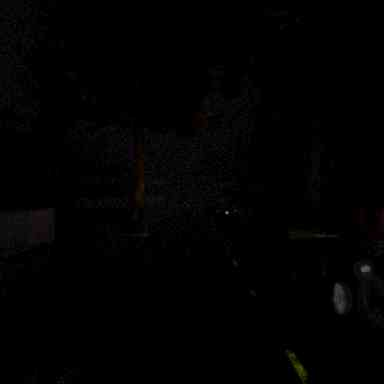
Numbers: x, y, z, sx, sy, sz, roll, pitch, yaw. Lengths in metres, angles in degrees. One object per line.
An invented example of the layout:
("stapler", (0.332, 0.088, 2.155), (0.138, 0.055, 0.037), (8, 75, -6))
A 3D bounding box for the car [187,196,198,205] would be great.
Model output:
("car", (0.134, 1.708, 68.182), (2.097, 1.767, 4.553), (0, -1, 0))

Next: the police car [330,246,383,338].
("police car", (3.578, 1.442, 4.513), (1.930, 1.638, 5.238), (0, 0, 0))

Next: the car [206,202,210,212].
("car", (2.856, 1.711, 41.234), (1.994, 1.385, 4.181), (0, 0, 1))

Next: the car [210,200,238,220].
("car", (2.855, 1.656, 28.885), (1.994, 1.385, 4.181), (0, 0, 1))
